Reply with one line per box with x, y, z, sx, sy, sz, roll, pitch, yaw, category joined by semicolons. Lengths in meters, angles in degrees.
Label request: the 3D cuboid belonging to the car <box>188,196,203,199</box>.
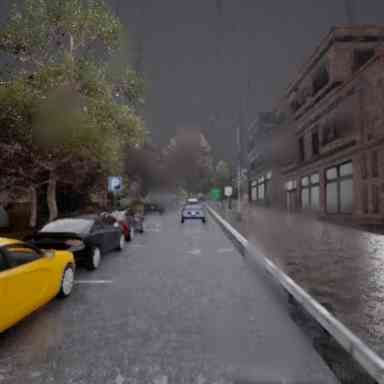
0.090;1.465;42.836;1.812;1.442;4.674;0;0;0;car

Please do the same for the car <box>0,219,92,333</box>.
-3.639;1.482;5.603;2.097;1.535;5.008;1;0;2;car

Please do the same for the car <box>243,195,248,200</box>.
14.462;1.641;90.783;5.008;1.535;2.097;0;-3;-40;car

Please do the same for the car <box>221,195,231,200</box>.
6.825;1.463;82.537;2.097;1.535;5.008;-3;-3;36;car

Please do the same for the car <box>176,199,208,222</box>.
0.091;1.552;26.056;2.033;1.411;5.357;0;0;0;car

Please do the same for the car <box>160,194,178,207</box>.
-3.418;1.261;50.537;2.185;1.767;4.553;-1;1;2;car

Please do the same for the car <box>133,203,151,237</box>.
-3.652;1.517;16.771;2.163;1.488;4.792;0;0;2;car

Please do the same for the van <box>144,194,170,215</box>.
-3.637;1.239;33.574;1.878;1.987;4.442;1;1;2;van

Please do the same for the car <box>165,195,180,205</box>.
-3.178;1.354;56.239;2.097;1.535;5.008;0;0;2;car

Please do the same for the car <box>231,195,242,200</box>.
10.353;1.549;86.986;2.231;1.521;4.892;-4;-3;42;car

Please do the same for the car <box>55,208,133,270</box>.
-3.648;1.485;11.164;2.097;1.535;5.008;0;0;2;car

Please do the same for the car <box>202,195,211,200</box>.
3.388;1.406;77.790;2.231;1.521;4.892;-2;-1;29;car

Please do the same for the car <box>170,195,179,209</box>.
-3.417;1.422;44.828;2.231;1.521;4.892;0;0;2;car
